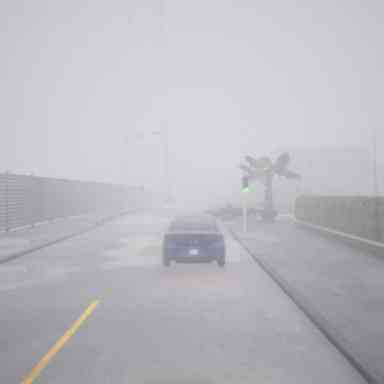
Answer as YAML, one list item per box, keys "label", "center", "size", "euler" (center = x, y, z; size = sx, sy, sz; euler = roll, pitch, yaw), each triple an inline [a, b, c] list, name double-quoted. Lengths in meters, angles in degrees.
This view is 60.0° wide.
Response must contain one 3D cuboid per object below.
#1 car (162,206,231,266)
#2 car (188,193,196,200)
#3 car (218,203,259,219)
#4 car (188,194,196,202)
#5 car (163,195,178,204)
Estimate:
- label: "car"
  center: [0.063, 1.474, 11.533]
  size: [1.882, 1.535, 5.008]
  euler: [0, 0, 0]
- label: "car"
  center: [-0.020, 1.209, 87.801]
  size: [2.097, 1.767, 4.553]
  euler: [0, 0, 0]
- label: "car"
  center: [3.401, 1.592, 27.477]
  size: [4.718, 1.301, 1.895]
  euler: [0, 0, -36]
- label: "car"
  center: [-0.018, 1.522, 77.794]
  size: [1.994, 1.385, 4.181]
  euler: [0, 0, 0]
- label: "car"
  center: [-4.053, 1.546, 60.445]
  size: [1.994, 1.385, 4.181]
  euler: [0, 0, 1]
